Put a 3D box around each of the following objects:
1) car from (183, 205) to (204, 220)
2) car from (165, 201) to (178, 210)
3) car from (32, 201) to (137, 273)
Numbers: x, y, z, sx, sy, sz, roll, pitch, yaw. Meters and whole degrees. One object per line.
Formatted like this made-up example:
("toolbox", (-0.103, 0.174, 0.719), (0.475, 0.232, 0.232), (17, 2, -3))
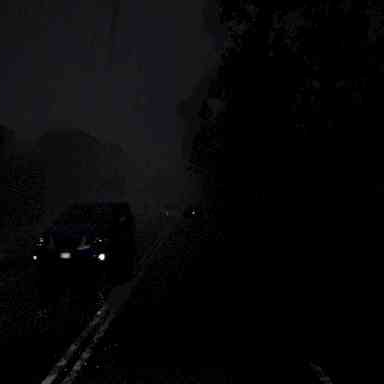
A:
("car", (0.150, 1.976, 33.220), (1.994, 1.385, 4.181), (0, -1, 0))
("car", (-3.238, 2.146, 53.397), (2.128, 1.511, 4.902), (0, -1, 0))
("car", (-3.341, 1.362, 11.572), (2.150, 2.045, 5.566), (0, -1, 0))
